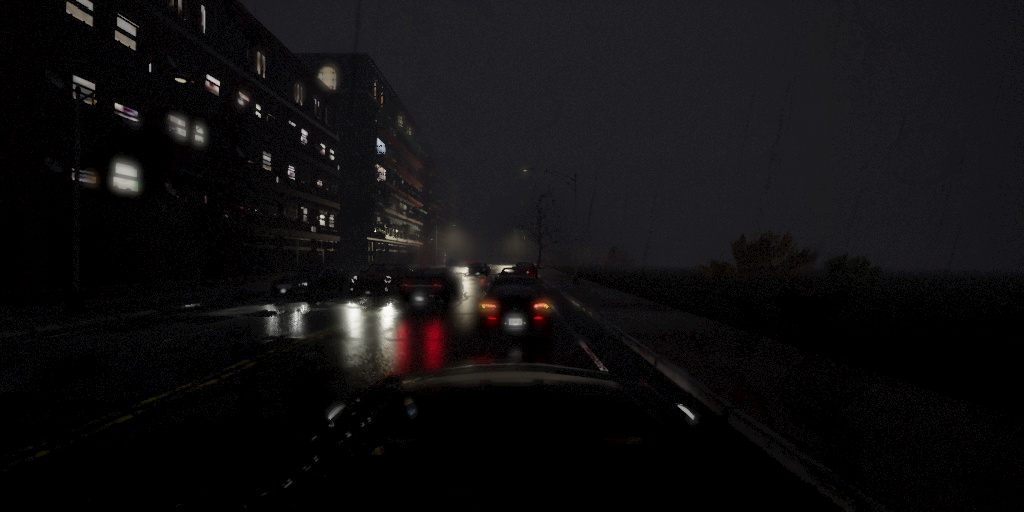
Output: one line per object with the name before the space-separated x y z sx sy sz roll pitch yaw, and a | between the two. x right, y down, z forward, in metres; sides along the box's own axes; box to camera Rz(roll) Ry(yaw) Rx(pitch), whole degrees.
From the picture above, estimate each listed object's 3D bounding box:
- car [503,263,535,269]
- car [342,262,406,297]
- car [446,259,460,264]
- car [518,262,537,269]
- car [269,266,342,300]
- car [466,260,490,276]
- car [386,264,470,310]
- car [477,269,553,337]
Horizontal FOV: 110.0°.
car | 0.061 1.317 20.322 1.994 1.385 4.181 0 0 0
car | -6.637 1.105 18.749 2.097 1.767 4.553 0 0 0
car | -9.950 1.277 60.814 1.812 1.442 4.674 0 0 0
car | 1.077 1.232 29.850 1.882 1.535 5.008 0 0 0
car | -9.885 1.244 17.942 2.128 1.511 4.902 0 0 0
car | -3.223 1.355 36.188 1.895 1.301 4.718 0 0 0
car | -3.178 1.244 14.718 2.128 1.511 4.902 0 0 0
car | 0.074 1.277 10.155 1.812 1.442 4.674 0 0 0
